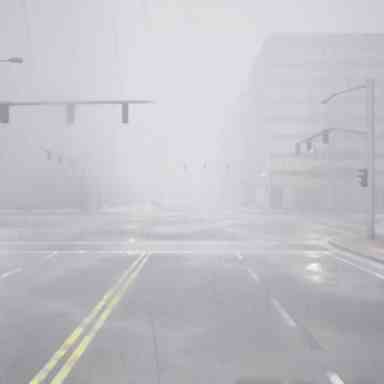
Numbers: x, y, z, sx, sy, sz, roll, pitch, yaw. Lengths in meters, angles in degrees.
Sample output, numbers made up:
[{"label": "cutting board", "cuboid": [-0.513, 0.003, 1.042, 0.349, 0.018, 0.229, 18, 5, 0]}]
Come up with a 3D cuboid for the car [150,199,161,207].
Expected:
[{"label": "car", "cuboid": [-7.038, 2.106, 64.965, 1.837, 1.490, 4.892, 0, 0, 0]}]
